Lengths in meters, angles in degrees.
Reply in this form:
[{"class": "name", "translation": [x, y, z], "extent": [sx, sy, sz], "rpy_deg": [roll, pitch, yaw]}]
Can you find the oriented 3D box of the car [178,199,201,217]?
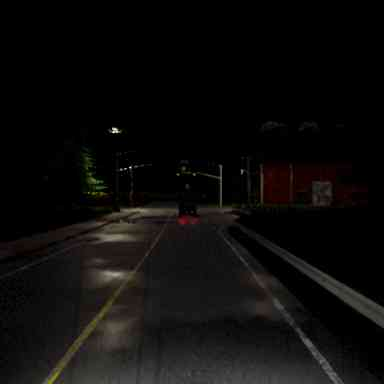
[{"class": "car", "translation": [-0.502, 1.881, 35.880], "extent": [2.128, 1.511, 4.902], "rpy_deg": [0, -1, -2]}]
